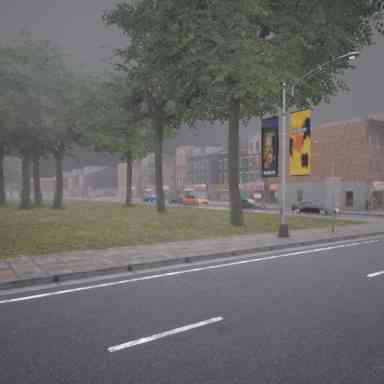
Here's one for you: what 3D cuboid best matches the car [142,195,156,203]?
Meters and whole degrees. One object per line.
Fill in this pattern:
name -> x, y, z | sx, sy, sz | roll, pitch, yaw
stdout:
car -> -8.338, 1.331, 66.987 | 1.882, 1.535, 5.008 | 1, 0, -36

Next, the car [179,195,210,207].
car -> 0.653, 1.266, 49.538 | 2.097, 1.767, 4.553 | 1, 0, -35

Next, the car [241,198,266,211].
car -> 6.923, 1.519, 40.744 | 1.812, 1.442, 4.674 | 1, 0, -36

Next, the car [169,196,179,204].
car -> -2.332, 1.380, 58.674 | 2.128, 1.511, 4.902 | 1, 0, -35

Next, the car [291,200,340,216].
car -> 12.251, 1.568, 33.288 | 2.128, 1.511, 4.902 | 1, 0, -36
